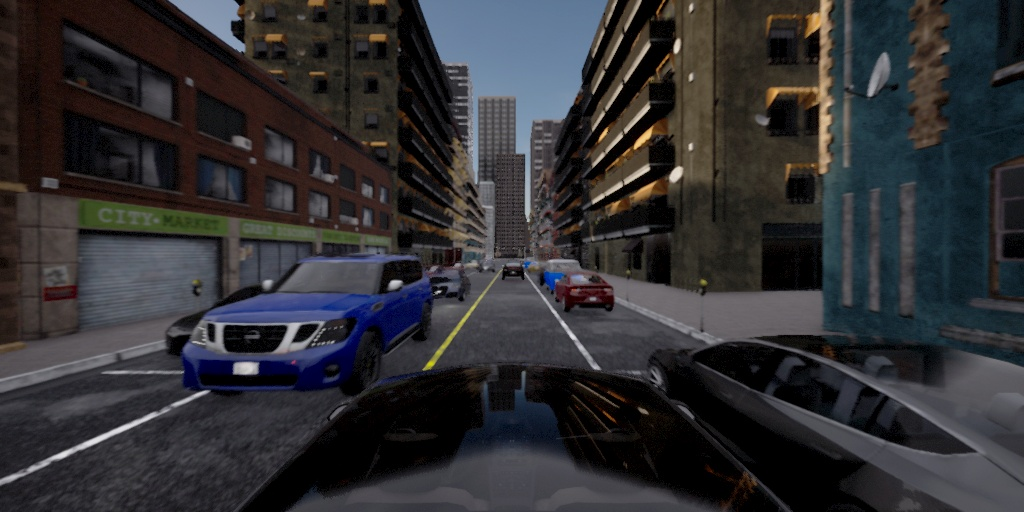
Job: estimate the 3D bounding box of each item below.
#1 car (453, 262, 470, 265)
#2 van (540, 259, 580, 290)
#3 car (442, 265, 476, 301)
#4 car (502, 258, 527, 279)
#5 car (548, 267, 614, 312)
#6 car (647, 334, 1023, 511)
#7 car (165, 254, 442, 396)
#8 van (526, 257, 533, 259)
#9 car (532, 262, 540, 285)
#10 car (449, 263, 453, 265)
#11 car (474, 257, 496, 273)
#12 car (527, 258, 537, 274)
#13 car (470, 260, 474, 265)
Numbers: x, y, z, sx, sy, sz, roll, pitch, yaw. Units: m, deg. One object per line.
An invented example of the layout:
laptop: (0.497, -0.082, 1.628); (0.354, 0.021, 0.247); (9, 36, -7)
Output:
car: (-5.679, 1.325, 36.237); (1.802, 1.307, 4.207); (0, 0, 0)
van: (2.696, 1.086, 19.651); (1.690, 1.789, 3.998); (0, 0, 0)
car: (-3.076, 1.310, 17.065); (1.994, 1.385, 4.181); (0, 0, 0)
car: (0.111, 1.221, 32.056); (1.882, 1.535, 5.008); (0, 0, 0)
car: (2.694, 1.291, 14.128); (1.888, 1.381, 4.507); (0, 0, 0)
car: (2.690, 1.315, 3.081); (1.948, 1.339, 4.313); (0, 0, 0)
car: (-3.080, 0.970, 6.970); (2.150, 2.045, 5.566); (0, 0, 1)
van: (2.708, 1.085, 52.792); (1.690, 1.789, 3.998); (0, 0, 0)
car: (2.698, 1.310, 25.175); (1.948, 1.339, 4.313); (0, 0, 0)
car: (-5.683, 1.289, 25.191); (1.888, 1.381, 4.507); (0, 0, 0)
car: (-2.989, 1.237, 43.470); (2.128, 1.511, 4.902); (0, 0, 0)
car: (2.704, 1.269, 41.915); (1.751, 1.417, 4.829); (0, 0, 0)
car: (-5.673, 1.270, 52.638); (1.751, 1.417, 4.829); (0, 0, 0)
